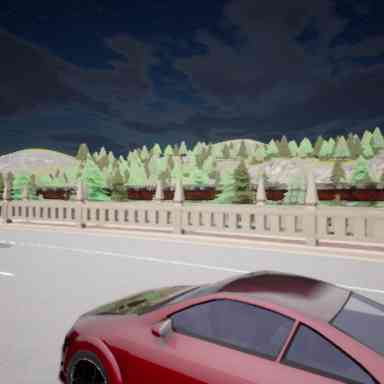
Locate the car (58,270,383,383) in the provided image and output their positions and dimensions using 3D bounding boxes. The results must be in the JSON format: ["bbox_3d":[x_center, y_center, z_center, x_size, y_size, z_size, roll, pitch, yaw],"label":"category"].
[{"bbox_3d":[0.562,1.549,3.359,4.181,1.385,1.994,0,0,35],"label":"car"}]
